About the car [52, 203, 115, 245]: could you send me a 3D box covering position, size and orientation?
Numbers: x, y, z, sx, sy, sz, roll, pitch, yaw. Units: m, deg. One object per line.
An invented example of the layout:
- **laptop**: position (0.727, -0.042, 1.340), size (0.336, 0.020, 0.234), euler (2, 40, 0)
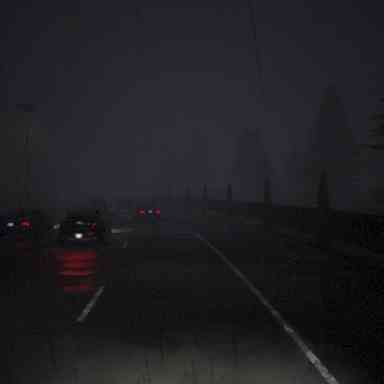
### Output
- **car**: position (-4.913, 1.488, 15.687), size (1.837, 1.490, 4.892), euler (0, 0, -9)

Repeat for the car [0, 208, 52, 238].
- **car**: position (-8.744, 1.536, 17.700), size (2.033, 1.411, 5.357), euler (0, 0, -11)

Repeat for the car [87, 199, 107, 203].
- **car**: position (-9.934, 1.466, 34.976), size (1.837, 1.490, 4.892), euler (0, 0, -20)

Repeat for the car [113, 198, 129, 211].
- **car**: position (-8.466, 1.425, 40.782), size (1.882, 1.535, 5.008), euler (0, 0, -22)

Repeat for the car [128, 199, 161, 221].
- **car**: position (-3.719, 1.507, 26.965), size (2.033, 1.411, 5.357), euler (0, 0, -15)
